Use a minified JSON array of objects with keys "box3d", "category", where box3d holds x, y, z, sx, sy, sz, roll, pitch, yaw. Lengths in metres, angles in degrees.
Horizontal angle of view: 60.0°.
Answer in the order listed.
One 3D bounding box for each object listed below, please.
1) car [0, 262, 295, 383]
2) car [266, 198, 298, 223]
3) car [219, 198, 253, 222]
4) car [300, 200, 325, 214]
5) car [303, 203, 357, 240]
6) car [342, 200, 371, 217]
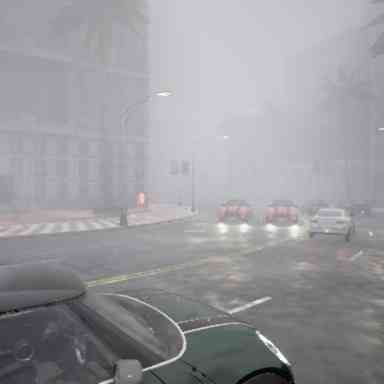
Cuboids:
[{"box3d":[-1.285,1.349,2.398,4.553,1.767,2.097,0,0,-36],"category":"car"},{"box3d":[6.924,1.332,25.346,2.097,1.767,4.553,0,0,17],"category":"car"},{"box3d":[3.565,1.329,26.331,2.097,1.767,4.553,0,0,17],"category":"car"},{"box3d":[11.750,1.472,31.994,2.128,1.511,4.902,0,0,6],"category":"car"},{"box3d":[7.242,1.515,17.144,1.812,1.442,4.674,0,0,29],"category":"car"},{"box3d":[15.230,1.489,31.615,1.837,1.490,4.892,0,0,6],"category":"car"}]
